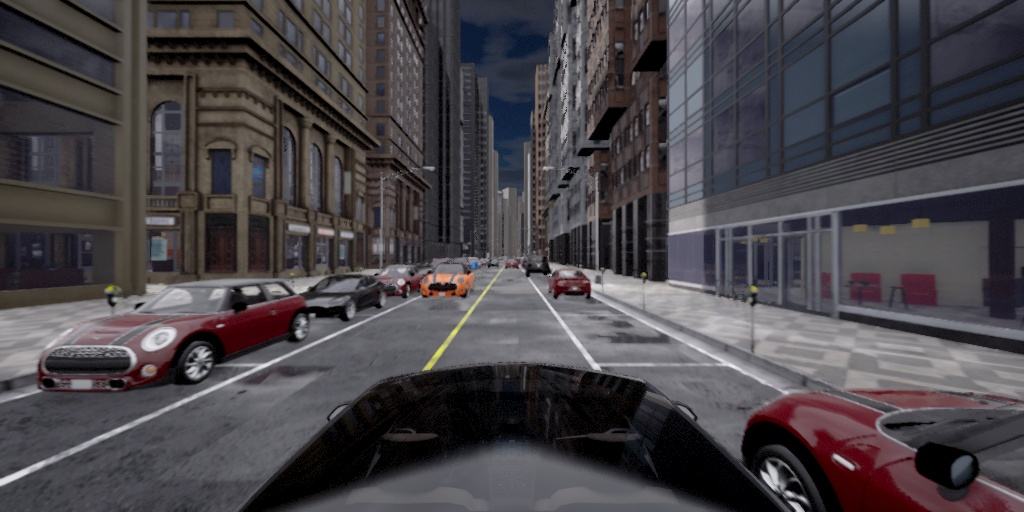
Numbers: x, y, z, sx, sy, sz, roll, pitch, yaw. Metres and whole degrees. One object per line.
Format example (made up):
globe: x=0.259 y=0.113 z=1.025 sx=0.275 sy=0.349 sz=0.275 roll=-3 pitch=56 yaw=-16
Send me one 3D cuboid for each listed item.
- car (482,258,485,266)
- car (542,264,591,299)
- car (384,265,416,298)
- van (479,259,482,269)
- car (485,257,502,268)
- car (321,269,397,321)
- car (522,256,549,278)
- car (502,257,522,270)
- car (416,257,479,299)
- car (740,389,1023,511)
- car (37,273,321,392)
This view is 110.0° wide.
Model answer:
car: x=-5.767 y=1.282 z=57.039 sx=1.751 sy=1.417 sz=4.829 roll=0 pitch=0 yaw=0
car: x=2.762 y=1.294 z=18.010 sx=1.888 sy=1.381 sz=4.507 roll=0 pitch=0 yaw=0
car: x=-5.764 y=1.188 z=17.998 sx=1.967 sy=1.591 sz=4.097 roll=0 pitch=0 yaw=0
van: x=-5.767 y=1.094 z=51.607 sx=1.690 sy=1.789 sz=3.998 roll=0 pitch=0 yaw=0
car: x=-3.052 y=1.261 z=59.210 sx=1.837 sy=1.490 sz=4.892 roll=0 pitch=0 yaw=1
car: x=-5.763 y=1.315 z=12.396 sx=1.948 sy=1.339 sz=4.313 roll=0 pitch=0 yaw=0
car: x=2.391 y=0.977 z=34.696 sx=2.150 sy=2.045 sz=5.566 roll=0 pitch=0 yaw=0
car: x=-0.003 y=1.106 z=54.480 sx=2.097 sy=1.767 sz=4.553 roll=0 pitch=0 yaw=0
car: x=-3.099 y=1.101 z=18.146 sx=2.097 sy=1.767 sz=4.553 roll=0 pitch=0 yaw=0
car: x=2.763 y=1.190 z=1.203 sx=1.967 sy=1.591 sz=4.097 roll=0 pitch=0 yaw=0
car: x=-5.763 y=1.189 z=6.794 sx=1.967 sy=1.591 sz=4.097 roll=0 pitch=0 yaw=0
